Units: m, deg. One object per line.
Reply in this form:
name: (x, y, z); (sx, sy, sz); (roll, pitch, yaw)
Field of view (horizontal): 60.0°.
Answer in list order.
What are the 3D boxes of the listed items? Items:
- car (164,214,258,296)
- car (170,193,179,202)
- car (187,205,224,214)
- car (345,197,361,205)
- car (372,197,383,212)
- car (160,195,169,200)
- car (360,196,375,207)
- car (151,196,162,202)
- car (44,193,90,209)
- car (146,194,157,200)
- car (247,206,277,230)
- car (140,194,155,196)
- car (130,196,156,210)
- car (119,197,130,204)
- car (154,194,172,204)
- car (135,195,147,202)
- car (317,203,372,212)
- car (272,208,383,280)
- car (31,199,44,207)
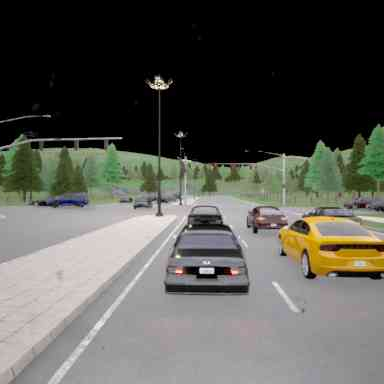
car: (0.387, 1.547, 8.839); (2.033, 1.411, 5.357); (0, 0, 2)
car: (-4.912, 1.355, 77.712); (2.097, 1.767, 4.553); (0, 0, 2)
car: (0.744, 1.478, 18.659); (1.882, 1.535, 5.008); (0, 0, 3)
car: (21.608, 1.352, 41.944); (4.553, 1.767, 2.097); (0, 0, 3)
car: (22.427, 1.547, 34.891); (5.357, 1.411, 2.033); (0, 0, 3)
car: (-7.750, 1.550, 93.722); (1.994, 1.385, 4.181); (0, 0, 3)
car: (22.693, 1.491, 38.382); (4.902, 1.511, 2.128); (0, 0, 3)
car: (-8.359, 1.552, 79.095); (1.994, 1.385, 4.181); (0, 0, 2)
car: (-17.041, 1.221, 46.048); (5.566, 2.045, 2.150); (0, 1, -18)
car: (-11.296, 1.352, 92.868); (2.097, 1.767, 4.553); (0, 0, 3)
car: (4.279, 1.526, 19.262); (1.812, 1.442, 4.674); (0, 0, 3)
car: (-8.994, 1.492, 64.432); (2.128, 1.511, 4.902); (0, 0, 3)
car: (-6.387, 1.564, 43.612); (1.994, 1.385, 4.181); (0, 0, 2)
car: (-12.530, 1.563, 63.576); (1.994, 1.385, 4.181); (0, 0, 3)
car: (-5.535, 1.600, 63.459); (1.895, 1.301, 4.718); (0, 0, 3)
car: (-11.900, 1.524, 78.148); (1.812, 1.442, 4.674); (0, 0, 2)
car: (7.764, 1.547, 18.876); (2.033, 1.411, 5.357); (0, 0, 3)
car: (3.943, 1.478, 10.043); (1.882, 1.535, 5.008); (0, 0, 3)
car: (-21.036, 1.477, 49.083); (5.008, 1.535, 1.882); (0, 1, -2)
